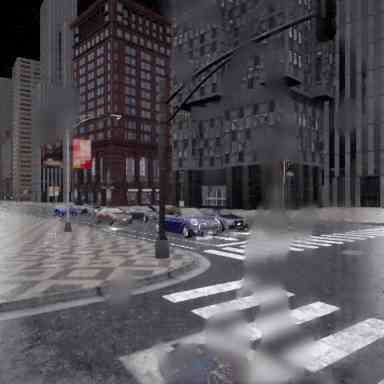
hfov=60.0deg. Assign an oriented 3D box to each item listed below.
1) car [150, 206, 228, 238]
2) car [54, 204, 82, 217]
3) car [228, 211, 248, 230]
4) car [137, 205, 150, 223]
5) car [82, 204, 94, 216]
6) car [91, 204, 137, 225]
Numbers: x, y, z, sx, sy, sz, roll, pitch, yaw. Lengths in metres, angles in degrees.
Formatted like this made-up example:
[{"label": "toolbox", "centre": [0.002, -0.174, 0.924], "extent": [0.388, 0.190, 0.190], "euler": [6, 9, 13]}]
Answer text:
[{"label": "car", "centre": [-0.306, 1.636, 19.650], "extent": [2.097, 1.767, 4.553], "euler": [0, -1, -35]}, {"label": "car", "centre": [-15.643, 2.261, 41.082], "extent": [1.882, 1.535, 5.008], "euler": [0, -1, -35]}, {"label": "car", "centre": [1.767, 1.861, 22.370], "extent": [1.994, 1.385, 4.181], "euler": [0, -1, -36]}, {"label": "car", "centre": [-4.335, 2.000, 30.869], "extent": [1.837, 1.490, 4.892], "euler": [0, -1, -36]}, {"label": "car", "centre": [-13.063, 2.271, 43.062], "extent": [2.128, 1.511, 4.902], "euler": [0, -1, -35]}, {"label": "car", "centre": [-6.805, 2.019, 28.736], "extent": [1.812, 1.442, 4.674], "euler": [0, -1, -36]}]
